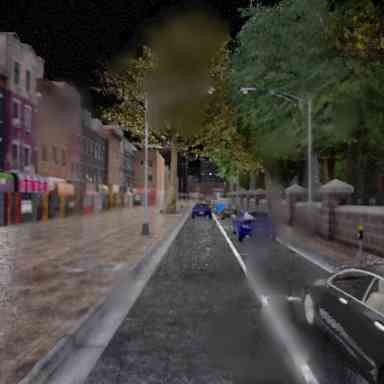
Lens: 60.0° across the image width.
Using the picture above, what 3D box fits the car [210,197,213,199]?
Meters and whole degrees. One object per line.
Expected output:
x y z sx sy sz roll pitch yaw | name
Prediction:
4.459 2.196 63.902 1.752 1.417 4.829 1 -1 2 | car

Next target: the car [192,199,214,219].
0.994 1.797 33.274 1.882 1.535 5.008 0 -1 2 | car

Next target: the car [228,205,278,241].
3.235 1.662 17.828 1.882 1.535 5.008 0 -1 2 | car

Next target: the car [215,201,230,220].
3.513 1.864 31.051 2.008 1.369 4.403 1 -1 2 | car

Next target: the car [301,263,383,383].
2.750 1.608 4.277 2.008 1.369 4.403 1 0 2 | car

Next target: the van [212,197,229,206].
3.831 1.768 41.947 1.690 1.788 3.998 1 -1 2 | van
